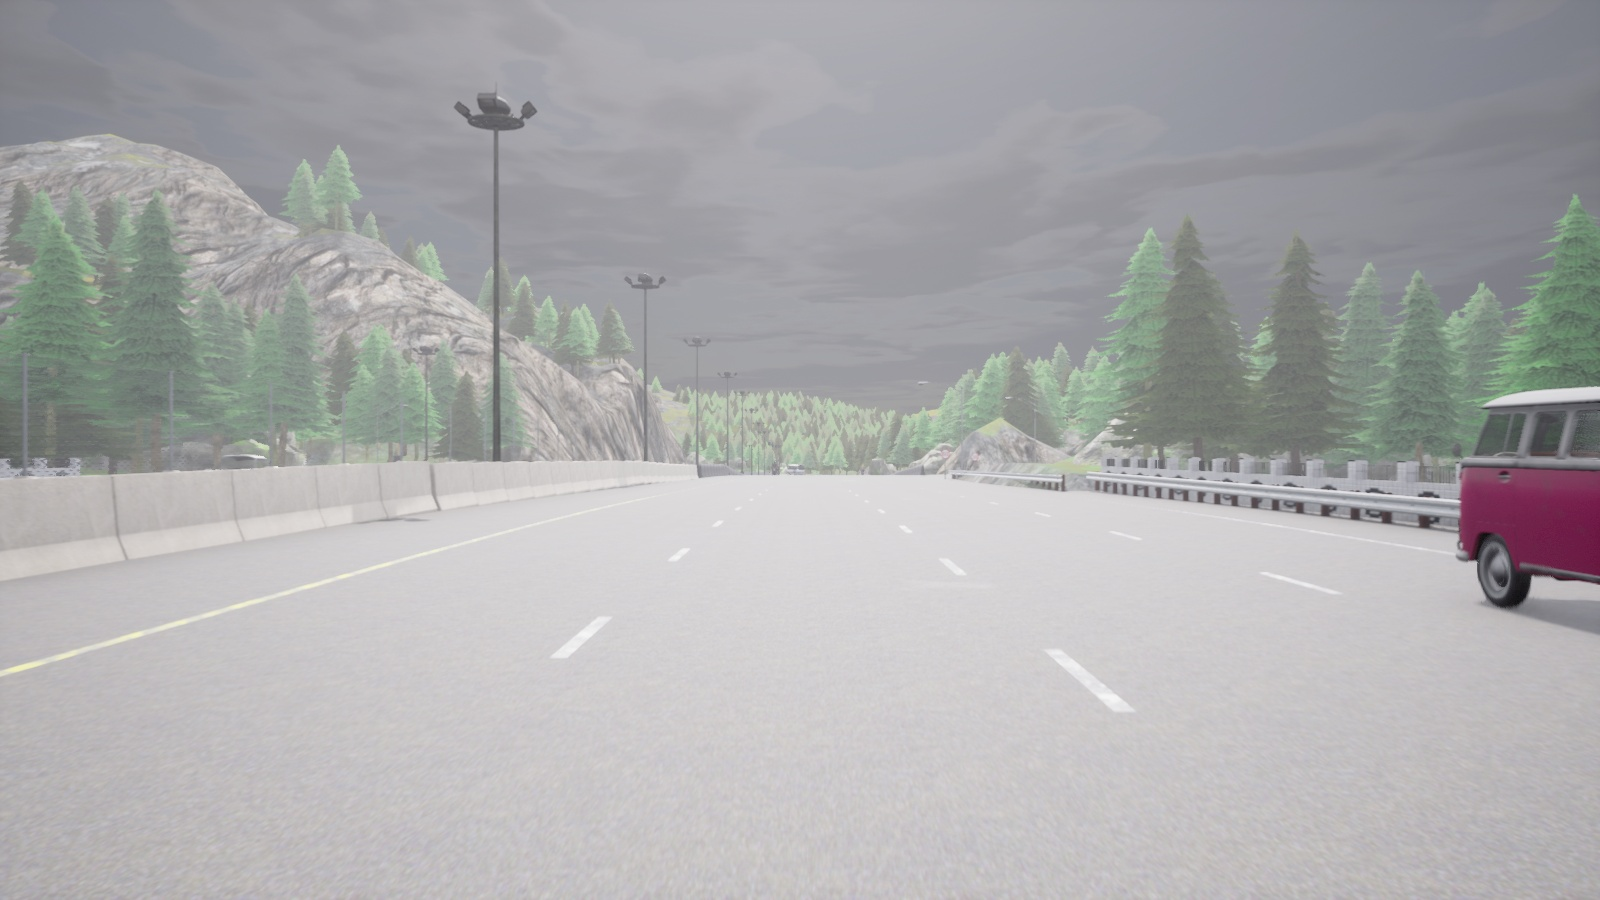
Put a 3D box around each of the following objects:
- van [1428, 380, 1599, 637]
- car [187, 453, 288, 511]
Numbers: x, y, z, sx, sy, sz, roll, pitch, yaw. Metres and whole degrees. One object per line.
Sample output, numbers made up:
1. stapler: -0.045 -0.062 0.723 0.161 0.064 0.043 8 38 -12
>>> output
1. van: 7.073 0.451 10.169 1.775 1.987 4.442 0 0 0
2. car: -13.809 0.766 30.939 1.481 1.376 2.207 0 -1 0
